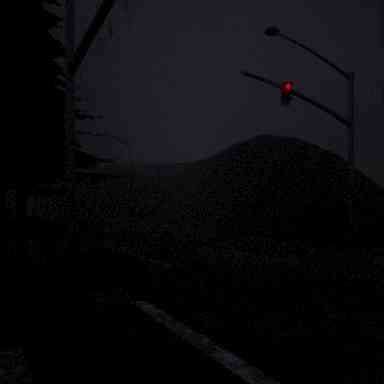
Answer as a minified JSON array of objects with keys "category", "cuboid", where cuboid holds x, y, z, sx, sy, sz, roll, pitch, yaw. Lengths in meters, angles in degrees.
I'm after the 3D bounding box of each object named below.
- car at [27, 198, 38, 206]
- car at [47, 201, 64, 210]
[{"category":"car","cuboid":[-29.330,1.757,59.751,1.994,1.385,4.181,0,0,-43]},{"category":"car","cuboid":[-18.630,1.794,45.781,1.895,1.301,4.718,0,0,-35]}]
